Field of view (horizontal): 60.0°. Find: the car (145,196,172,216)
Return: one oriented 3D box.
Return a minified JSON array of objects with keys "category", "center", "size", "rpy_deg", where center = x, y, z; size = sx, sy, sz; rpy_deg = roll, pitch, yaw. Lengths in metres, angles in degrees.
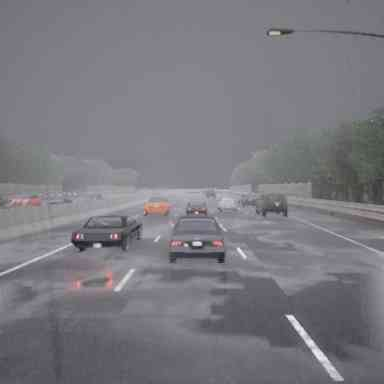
[{"category":"car","center":[-3.087,1.239,31.330],"size":[2.097,1.767,4.553],"rpy_deg":[0,1,1]}]

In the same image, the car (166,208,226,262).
[{"category":"car","center":[0.175,1.543,12.134],"size":[2.033,1.411,5.357],"rpy_deg":[0,0,1]}]

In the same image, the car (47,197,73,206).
[{"category":"car","center":[-17.118,1.320,43.266],"size":[1.994,1.385,4.181],"rpy_deg":[0,1,1]}]

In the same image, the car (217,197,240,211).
[{"category":"car","center":[3.891,1.352,37.296],"size":[1.812,1.442,4.674],"rpy_deg":[0,1,1]}]

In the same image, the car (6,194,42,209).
[{"category":"car","center":[-20.640,1.130,41.561],"size":[2.097,1.767,4.553],"rpy_deg":[0,1,1]}]

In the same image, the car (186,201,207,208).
[{"category":"car","center":[0.409,1.491,30.988],"size":[1.895,1.301,4.718],"rpy_deg":[0,1,1]}]

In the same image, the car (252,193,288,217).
[{"category":"car","center":[7.173,1.119,30.245],"size":[2.150,2.045,5.566],"rpy_deg":[0,1,2]}]

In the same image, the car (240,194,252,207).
[{"category":"car","center":[7.535,1.080,44.923],"size":[2.097,1.767,4.553],"rpy_deg":[0,1,1]}]

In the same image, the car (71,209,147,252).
[{"category":"car","center":[-3.303,1.591,13.930],"size":[1.895,1.301,4.718],"rpy_deg":[0,0,1]}]

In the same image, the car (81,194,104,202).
[{"category":"car","center":[-13.576,1.076,45.598],"size":[2.097,1.767,4.553],"rpy_deg":[0,1,1]}]

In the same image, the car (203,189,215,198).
[{"category":"car","center":[4.442,0.402,80.050],"size":[2.150,2.045,5.566],"rpy_deg":[0,1,1]}]

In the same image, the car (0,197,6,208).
[{"category":"car","center":[-24.145,1.303,40.139],"size":[1.837,1.490,4.892],"rpy_deg":[0,0,1]}]
